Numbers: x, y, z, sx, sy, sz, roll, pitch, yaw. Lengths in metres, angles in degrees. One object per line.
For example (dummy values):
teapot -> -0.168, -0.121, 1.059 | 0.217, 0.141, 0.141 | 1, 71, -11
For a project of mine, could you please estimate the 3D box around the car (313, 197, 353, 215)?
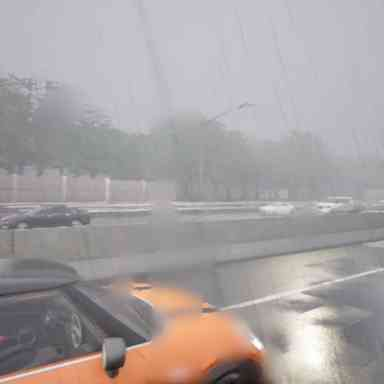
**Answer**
car -> 15.649, 1.578, 36.476 | 5.566, 2.045, 2.150 | 1, 0, -35

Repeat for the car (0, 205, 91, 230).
car -> -8.432, 1.546, 19.468 | 4.892, 1.490, 1.837 | 0, 0, -35

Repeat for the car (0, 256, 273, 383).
car -> -1.432, 1.354, 2.721 | 4.553, 1.767, 2.097 | 1, -1, -35

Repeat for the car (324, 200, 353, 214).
car -> 15.268, 1.803, 31.930 | 5.008, 1.535, 1.882 | 1, 0, -35

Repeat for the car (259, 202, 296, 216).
car -> 9.398, 1.827, 36.359 | 4.674, 1.442, 1.812 | 1, 0, -35

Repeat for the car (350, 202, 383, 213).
car -> 15.729, 1.810, 27.977 | 4.892, 1.490, 1.837 | 1, 0, -35

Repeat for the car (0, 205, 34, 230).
car -> -12.327, 1.581, 20.709 | 4.181, 1.385, 1.994 | 1, 0, -37
